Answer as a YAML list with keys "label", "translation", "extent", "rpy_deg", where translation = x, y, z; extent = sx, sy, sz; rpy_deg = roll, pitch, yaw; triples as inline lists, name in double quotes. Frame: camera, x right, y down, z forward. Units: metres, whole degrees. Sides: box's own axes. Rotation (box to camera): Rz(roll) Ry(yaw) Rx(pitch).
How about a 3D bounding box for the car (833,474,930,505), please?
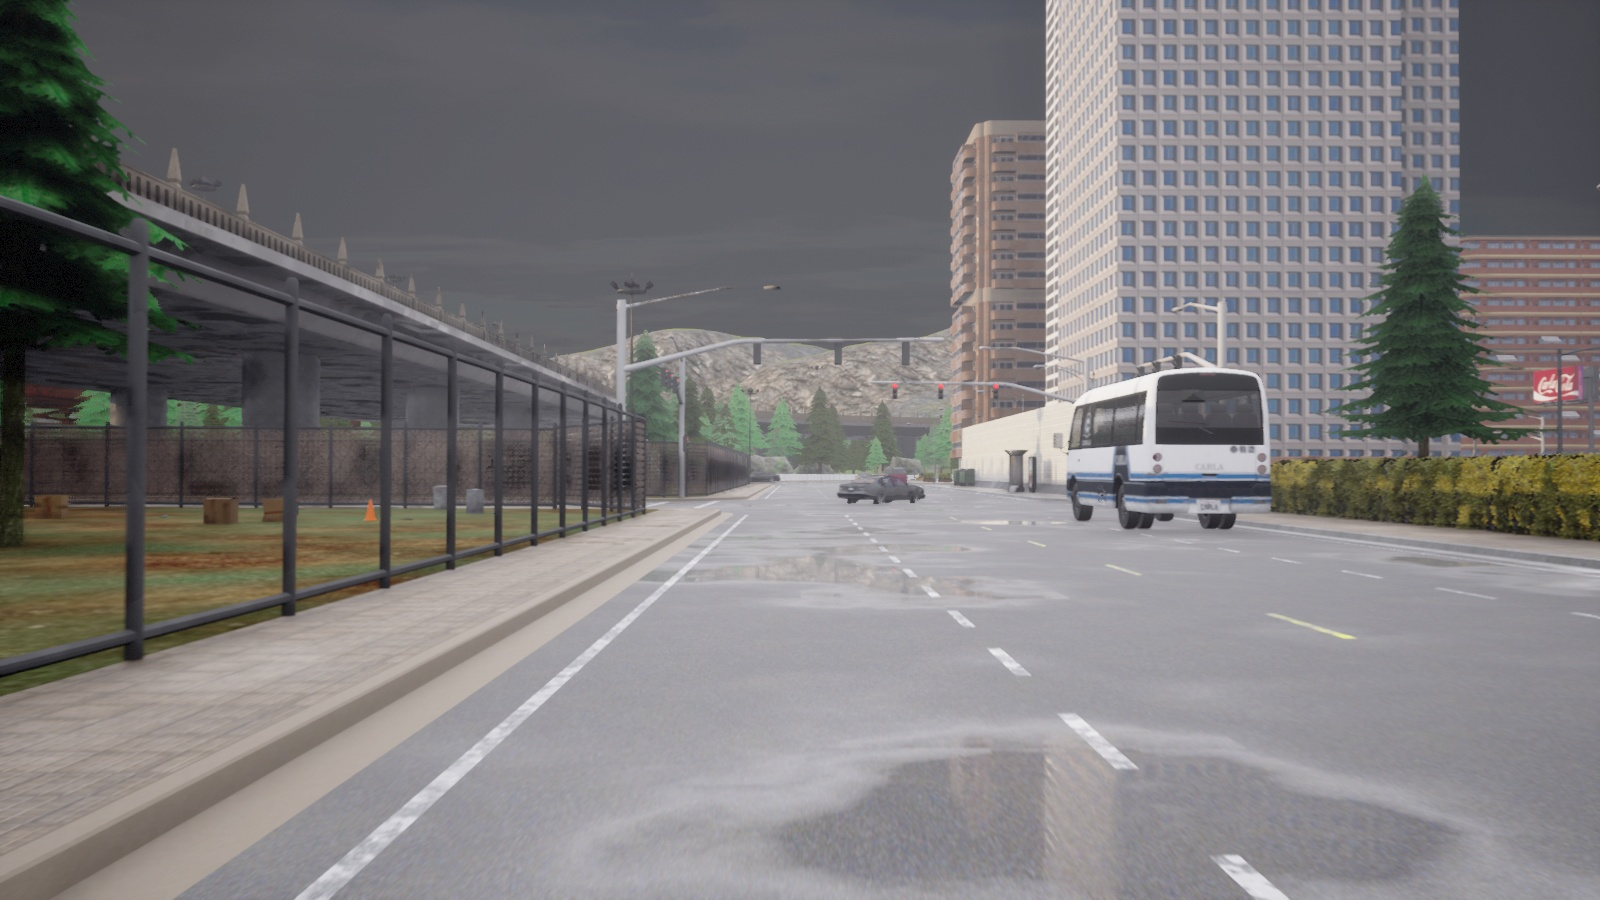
- label: "car"
  translation: [4.065, 1.902, 61.602]
  extent: [2.033, 1.411, 5.357]
  rpy_deg: [-1, -1, 39]

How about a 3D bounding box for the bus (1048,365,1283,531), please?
- label: "bus"
  translation: [10.403, 0.023, 37.420]
  extent: [3.944, 4.253, 10.273]
  rpy_deg: [0, -1, 0]
